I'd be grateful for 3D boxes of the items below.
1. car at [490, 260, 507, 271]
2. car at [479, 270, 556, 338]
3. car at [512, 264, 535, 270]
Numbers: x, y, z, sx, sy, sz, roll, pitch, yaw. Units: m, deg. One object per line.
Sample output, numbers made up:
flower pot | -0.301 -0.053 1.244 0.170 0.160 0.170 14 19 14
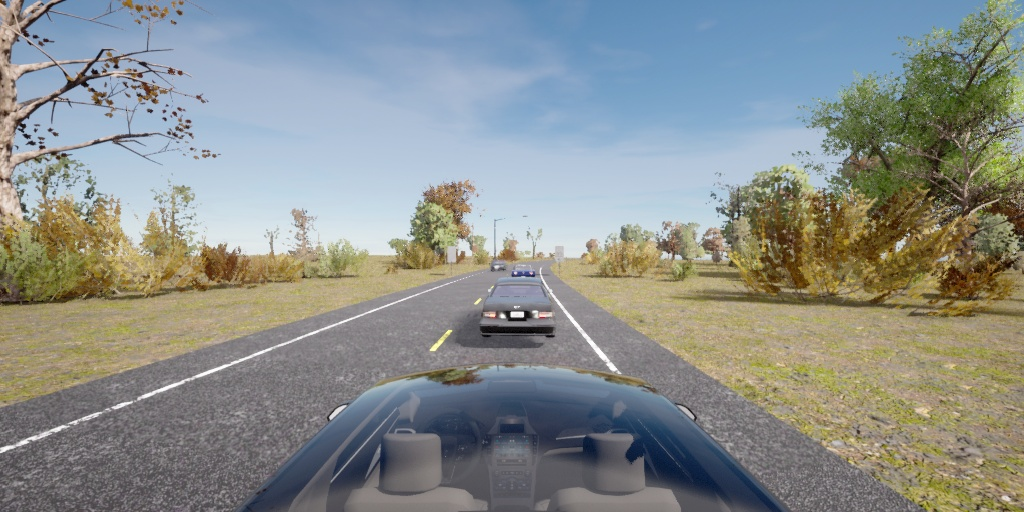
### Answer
car | -1.677 1.242 46.299 2.128 1.511 4.902 0 0 5
car | 0.210 1.299 10.181 2.033 1.411 5.357 0 0 2
car | 0.947 1.353 29.774 1.895 1.301 4.718 0 0 2
